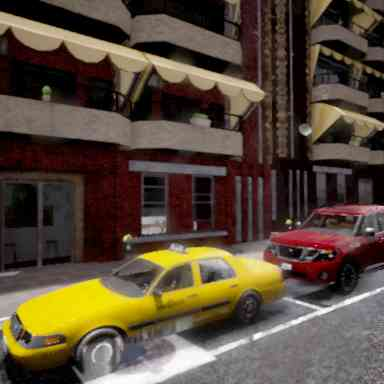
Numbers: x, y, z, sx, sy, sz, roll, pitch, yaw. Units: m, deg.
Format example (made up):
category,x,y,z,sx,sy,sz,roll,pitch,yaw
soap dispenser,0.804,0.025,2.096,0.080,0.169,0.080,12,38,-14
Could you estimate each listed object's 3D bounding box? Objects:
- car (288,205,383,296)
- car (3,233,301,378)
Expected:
category,x,y,z,sx,sy,sz,roll,pitch,yaw
car,4.197,1.335,9.002,5.009,1.841,2.192,-1,1,-35
car,-0.444,1.621,5.697,4.829,1.417,1.752,-1,1,-35
